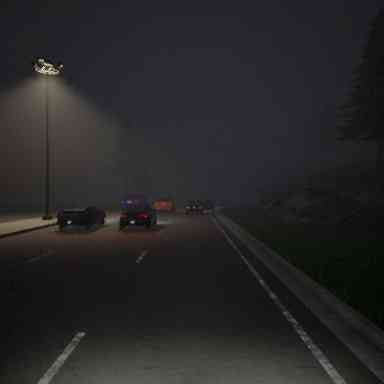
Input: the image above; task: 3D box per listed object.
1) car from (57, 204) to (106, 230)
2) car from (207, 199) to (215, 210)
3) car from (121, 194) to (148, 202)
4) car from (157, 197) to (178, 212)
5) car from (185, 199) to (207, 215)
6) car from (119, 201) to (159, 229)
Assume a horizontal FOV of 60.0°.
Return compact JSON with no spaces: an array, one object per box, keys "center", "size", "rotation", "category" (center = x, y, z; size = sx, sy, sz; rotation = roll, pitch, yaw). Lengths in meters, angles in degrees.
[{"center":[-6.900,1.491,21.172],"size":[2.128,1.511,4.902],"rotation":[0,0,0],"category":"car"},{"center":[1.754,1.564,43.811],"size":[1.994,1.385,4.181],"rotation":[0,0,14],"category":"car"},{"center":[-6.454,1.222,38.013],"size":[2.150,2.045,5.566],"rotation":[0,0,5],"category":"car"},{"center":[-2.917,1.353,38.067],"size":[2.097,1.767,4.553],"rotation":[0,0,5],"category":"car"},{"center":[0.301,1.547,34.544],"size":[2.033,1.411,5.357],"rotation":[0,0,2],"category":"car"},{"center":[-3.399,1.526,21.320],"size":[1.812,1.442,4.674],"rotation":[0,0,0],"category":"car"}]
